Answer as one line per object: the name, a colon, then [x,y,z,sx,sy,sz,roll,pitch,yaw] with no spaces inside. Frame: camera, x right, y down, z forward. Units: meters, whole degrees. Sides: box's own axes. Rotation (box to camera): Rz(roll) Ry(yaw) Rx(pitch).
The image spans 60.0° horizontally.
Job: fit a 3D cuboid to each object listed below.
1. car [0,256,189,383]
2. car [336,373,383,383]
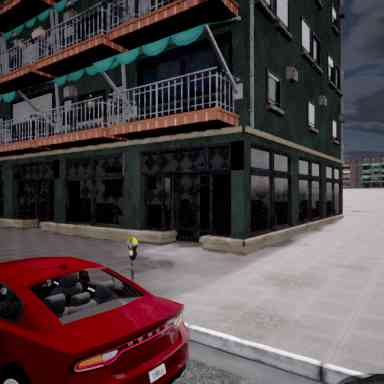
car: [-2.138,1.545,4.389,4.507,1.381,1.887,0,0,35]
car: [2.460,1.566,1.129,4.313,1.339,1.947,0,0,35]
